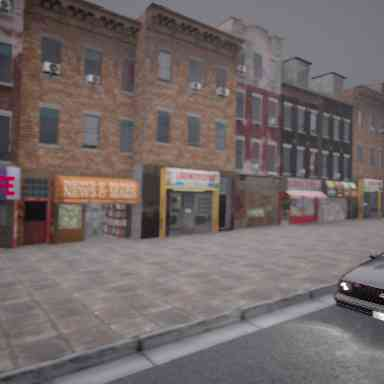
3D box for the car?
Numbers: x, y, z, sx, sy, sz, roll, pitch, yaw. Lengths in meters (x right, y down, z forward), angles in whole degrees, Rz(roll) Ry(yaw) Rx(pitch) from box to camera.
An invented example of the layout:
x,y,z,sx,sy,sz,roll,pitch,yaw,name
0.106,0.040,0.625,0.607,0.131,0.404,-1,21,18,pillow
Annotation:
x,y,z,sx,sy,sz,roll,pitch,yaw,name
5.135,1.551,6.725,5.357,1.411,2.033,0,0,-35,car
